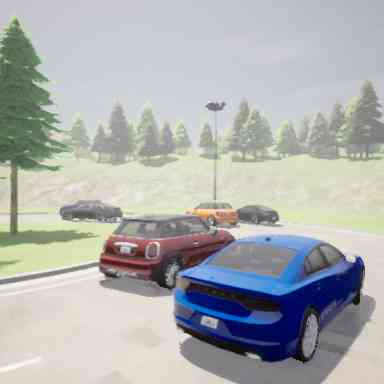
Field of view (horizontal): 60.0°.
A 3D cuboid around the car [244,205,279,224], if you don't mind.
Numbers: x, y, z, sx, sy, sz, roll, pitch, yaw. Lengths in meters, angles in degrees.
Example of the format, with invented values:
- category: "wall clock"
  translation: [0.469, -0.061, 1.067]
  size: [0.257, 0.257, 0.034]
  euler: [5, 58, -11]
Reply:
- category: "car"
  translation: [4.689, 1.727, 25.915]
  size: [1.812, 1.442, 4.674]
  euler: [1, -1, -32]

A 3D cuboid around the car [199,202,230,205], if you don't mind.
- category: "car"
  translation: [1.280, 1.524, 24.574]
  size: [2.097, 1.767, 4.553]
  euler: [0, 0, -33]

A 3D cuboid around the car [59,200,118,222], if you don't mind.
- category: "car"
  translation: [-8.011, 1.621, 26.541]
  size: [4.902, 1.511, 2.128]
  euler: [0, -1, 13]

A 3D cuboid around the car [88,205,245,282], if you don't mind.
- category: "car"
  translation: [-0.441, 1.413, 9.689]
  size: [2.097, 1.767, 4.553]
  euler: [0, -1, 32]

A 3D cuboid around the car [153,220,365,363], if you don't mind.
- category: "car"
  translation: [1.769, 1.529, 6.180]
  size: [1.882, 1.535, 5.008]
  euler: [1, 0, 39]
